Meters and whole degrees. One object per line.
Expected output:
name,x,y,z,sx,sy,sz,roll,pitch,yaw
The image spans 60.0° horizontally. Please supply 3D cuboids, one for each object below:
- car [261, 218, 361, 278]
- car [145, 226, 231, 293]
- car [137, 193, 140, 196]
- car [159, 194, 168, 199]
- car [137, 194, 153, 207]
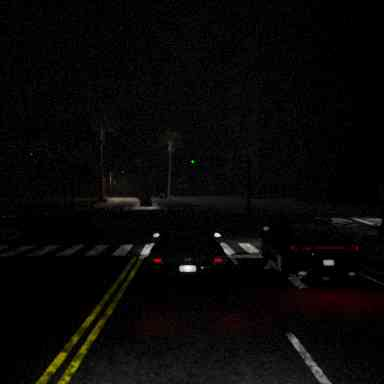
car,3.372,1.535,10.356,1.882,1.535,5.008,0,0,3
car,-0.134,1.614,9.077,1.994,1.385,4.181,0,0,-1
car,-10.034,1.374,70.401,1.994,1.385,4.181,0,0,-10
car,-7.911,1.192,91.583,2.128,1.511,4.902,0,0,-14
car,-7.106,1.458,51.605,1.837,1.490,4.892,0,0,-8
